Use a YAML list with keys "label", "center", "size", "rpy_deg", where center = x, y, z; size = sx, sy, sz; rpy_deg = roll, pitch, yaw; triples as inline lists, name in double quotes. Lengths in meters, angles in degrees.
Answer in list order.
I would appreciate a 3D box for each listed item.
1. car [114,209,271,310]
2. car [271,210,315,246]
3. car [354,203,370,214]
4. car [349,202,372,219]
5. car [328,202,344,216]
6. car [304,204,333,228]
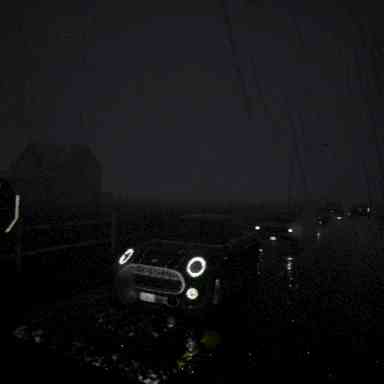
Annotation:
- label: "car"
  center: [0.214, 1.352, 8.059]
  size: [2.097, 1.767, 4.553]
  rpy_deg: [2, 0, 27]
- label: "car"
  center: [4.565, 1.738, 16.411]
  size: [1.895, 1.301, 4.718]
  rpy_deg: [2, 0, 28]
- label: "car"
  center: [23.835, 2.327, 46.604]
  size: [1.895, 1.301, 4.718]
  rpy_deg: [2, 0, 28]
- label: "car"
  center: [18.699, 1.928, 36.866]
  size: [2.097, 1.767, 4.553]
  rpy_deg: [2, 0, 28]
- label: "car"
  center: [16.966, 2.026, 39.699]
  size: [1.837, 1.490, 4.892]
  rpy_deg: [2, 0, 28]
- label: "car"
  center: [9.266, 1.846, 25.300]
  size: [1.994, 1.385, 4.181]
  rpy_deg: [2, 0, 28]
